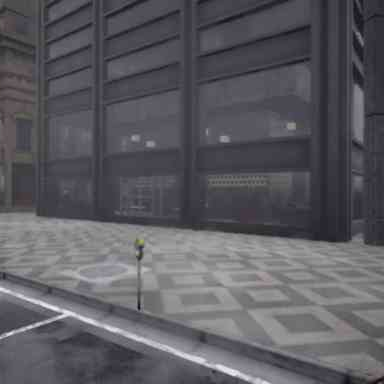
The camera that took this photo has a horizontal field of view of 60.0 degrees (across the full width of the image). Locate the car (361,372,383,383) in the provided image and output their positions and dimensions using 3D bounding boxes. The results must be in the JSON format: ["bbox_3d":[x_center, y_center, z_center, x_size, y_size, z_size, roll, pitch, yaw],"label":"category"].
[{"bbox_3d":[2.585,1.448,1.121,4.097,1.590,1.967,0,0,36],"label":"car"}]
